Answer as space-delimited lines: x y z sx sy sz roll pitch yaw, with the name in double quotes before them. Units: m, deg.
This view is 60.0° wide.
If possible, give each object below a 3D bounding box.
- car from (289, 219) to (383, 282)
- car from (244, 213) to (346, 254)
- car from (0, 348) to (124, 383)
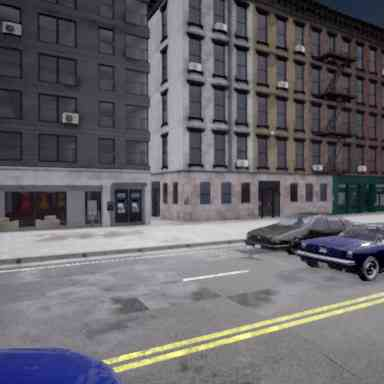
"car" 5.363 1.589 9.754 4.718 1.301 1.895 0 0 -29
"car" 4.670 1.533 13.079 5.357 1.411 2.033 0 0 -29
"car" -2.559 1.526 1.495 4.674 1.442 1.812 0 0 -29
